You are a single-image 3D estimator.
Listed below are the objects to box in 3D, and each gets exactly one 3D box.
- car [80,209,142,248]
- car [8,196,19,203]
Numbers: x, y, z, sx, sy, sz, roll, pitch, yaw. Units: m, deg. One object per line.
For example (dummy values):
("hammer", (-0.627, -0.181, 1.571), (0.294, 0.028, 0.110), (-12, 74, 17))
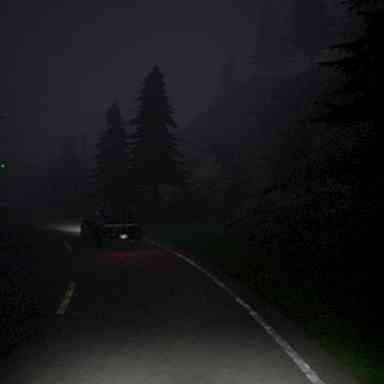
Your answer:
("car", (-3.738, 1.493, 14.888), (2.128, 1.511, 4.902), (0, 0, -28))
("car", (-38.143, 1.544, 71.077), (1.994, 1.385, 4.181), (0, 0, -32))
